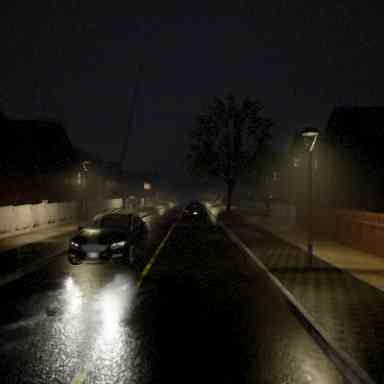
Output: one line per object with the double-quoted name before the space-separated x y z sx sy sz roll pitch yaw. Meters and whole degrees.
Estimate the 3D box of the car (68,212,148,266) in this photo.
"car" -2.717 1.496 11.692 2.128 1.511 4.902 0 0 1

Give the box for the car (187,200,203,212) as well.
"car" 0.371 1.725 43.030 1.994 1.385 4.181 0 0 0

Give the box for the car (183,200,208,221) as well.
"car" 0.272 1.626 27.770 1.994 1.385 4.181 0 0 0
